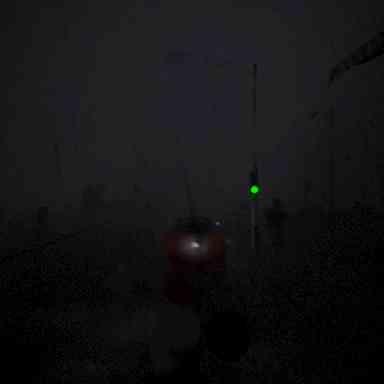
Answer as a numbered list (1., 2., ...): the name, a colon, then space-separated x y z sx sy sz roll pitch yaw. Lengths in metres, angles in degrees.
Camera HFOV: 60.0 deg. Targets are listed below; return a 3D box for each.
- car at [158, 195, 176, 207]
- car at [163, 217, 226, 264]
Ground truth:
1. car: -4.074 1.313 51.803 2.097 1.767 4.553 0 0 0
2. car: 0.080 1.555 11.784 1.994 1.385 4.181 0 0 0
